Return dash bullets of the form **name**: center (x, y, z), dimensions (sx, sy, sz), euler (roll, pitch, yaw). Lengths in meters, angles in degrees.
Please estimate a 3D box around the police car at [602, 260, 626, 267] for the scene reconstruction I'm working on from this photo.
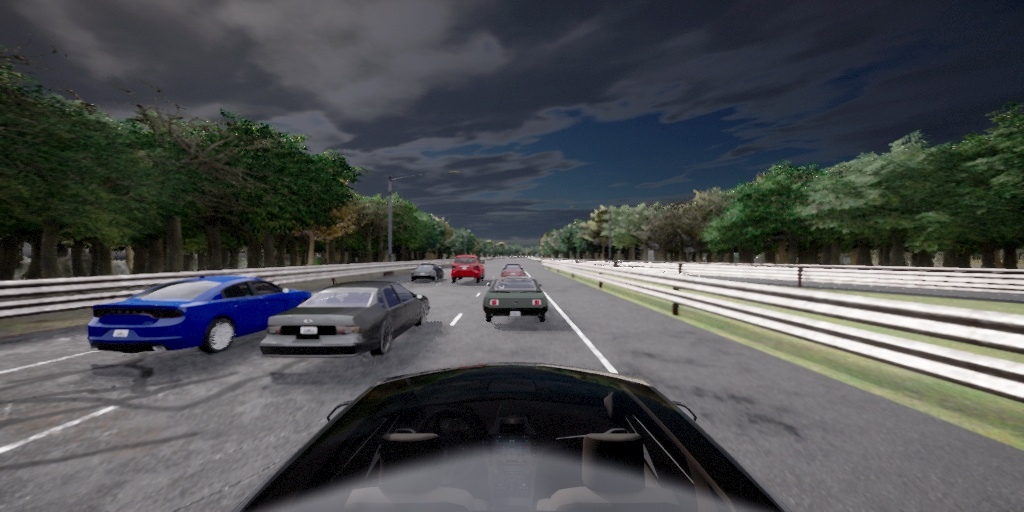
- **police car**: center (14.711, 1.385, 52.991), dimensions (2.038, 1.542, 4.974), euler (0, 0, -15)

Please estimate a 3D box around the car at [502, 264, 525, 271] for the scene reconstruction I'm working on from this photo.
- **car**: center (0.102, 1.321, 29.642), dimensions (1.994, 1.385, 4.181), euler (0, 0, 0)

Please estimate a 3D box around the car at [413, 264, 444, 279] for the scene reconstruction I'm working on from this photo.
- **car**: center (-6.898, 1.322, 29.686), dimensions (1.994, 1.385, 4.181), euler (0, 0, 0)

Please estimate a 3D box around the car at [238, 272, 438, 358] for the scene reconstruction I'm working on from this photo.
- **car**: center (-3.410, 1.297, 8.545), dimensions (2.033, 1.411, 5.357), euler (0, 0, 0)

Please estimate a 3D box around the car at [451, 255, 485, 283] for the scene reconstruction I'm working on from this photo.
- **car**: center (-3.396, 0.978, 28.339), dimensions (2.150, 2.045, 5.566), euler (0, 0, 0)

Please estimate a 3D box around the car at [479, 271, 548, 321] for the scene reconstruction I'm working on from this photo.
- **car**: center (0.101, 1.349, 12.383), dimensions (1.895, 1.301, 4.718), euler (0, 0, 0)

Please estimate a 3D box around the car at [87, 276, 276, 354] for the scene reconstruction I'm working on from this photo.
- **car**: center (-6.894, 1.220, 8.796), dimensions (1.882, 1.535, 5.008), euler (1, 0, 0)
